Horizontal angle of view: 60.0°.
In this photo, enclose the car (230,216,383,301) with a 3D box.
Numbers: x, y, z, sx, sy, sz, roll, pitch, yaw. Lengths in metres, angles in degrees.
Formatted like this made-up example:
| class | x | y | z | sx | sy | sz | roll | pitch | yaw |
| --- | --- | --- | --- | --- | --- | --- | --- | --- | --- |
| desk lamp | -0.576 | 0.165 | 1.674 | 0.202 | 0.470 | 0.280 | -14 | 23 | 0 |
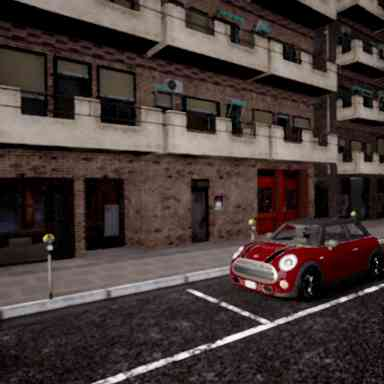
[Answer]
| class | x | y | z | sx | sy | sz | roll | pitch | yaw |
| --- | --- | --- | --- | --- | --- | --- | --- | --- | --- |
| car | 2.849 | 1.407 | 8.144 | 4.097 | 1.590 | 1.967 | 0 | 0 | -35 |
